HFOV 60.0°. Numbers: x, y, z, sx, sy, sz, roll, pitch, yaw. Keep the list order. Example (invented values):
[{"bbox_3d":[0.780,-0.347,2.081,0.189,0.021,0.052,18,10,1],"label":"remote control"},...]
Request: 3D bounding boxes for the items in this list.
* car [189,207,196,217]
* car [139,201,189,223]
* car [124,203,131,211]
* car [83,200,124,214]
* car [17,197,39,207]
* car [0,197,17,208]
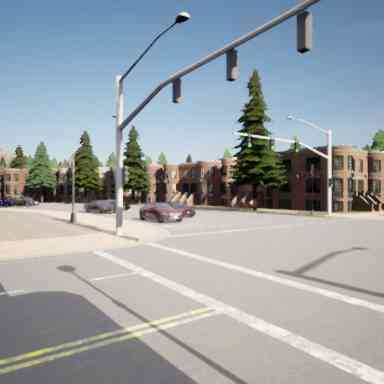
[{"bbox_3d":[-1.514,1.558,30.108,1.994,1.385,4.181,0,0,-37],"label":"car"},{"bbox_3d":[-2.505,1.521,25.590,1.812,1.442,4.674,0,0,-35],"label":"car"},{"bbox_3d":[-9.345,1.596,39.838,4.718,1.301,1.895,0,0,44],"label":"car"},{"bbox_3d":[-9.654,1.542,35.154,2.033,1.411,5.357,0,0,-41],"label":"car"},{"bbox_3d":[-25.266,1.490,50.057,4.902,1.511,2.128,0,0,21],"label":"car"},{"bbox_3d":[-27.948,1.599,47.368,4.718,1.301,1.895,0,0,18],"label":"car"}]
